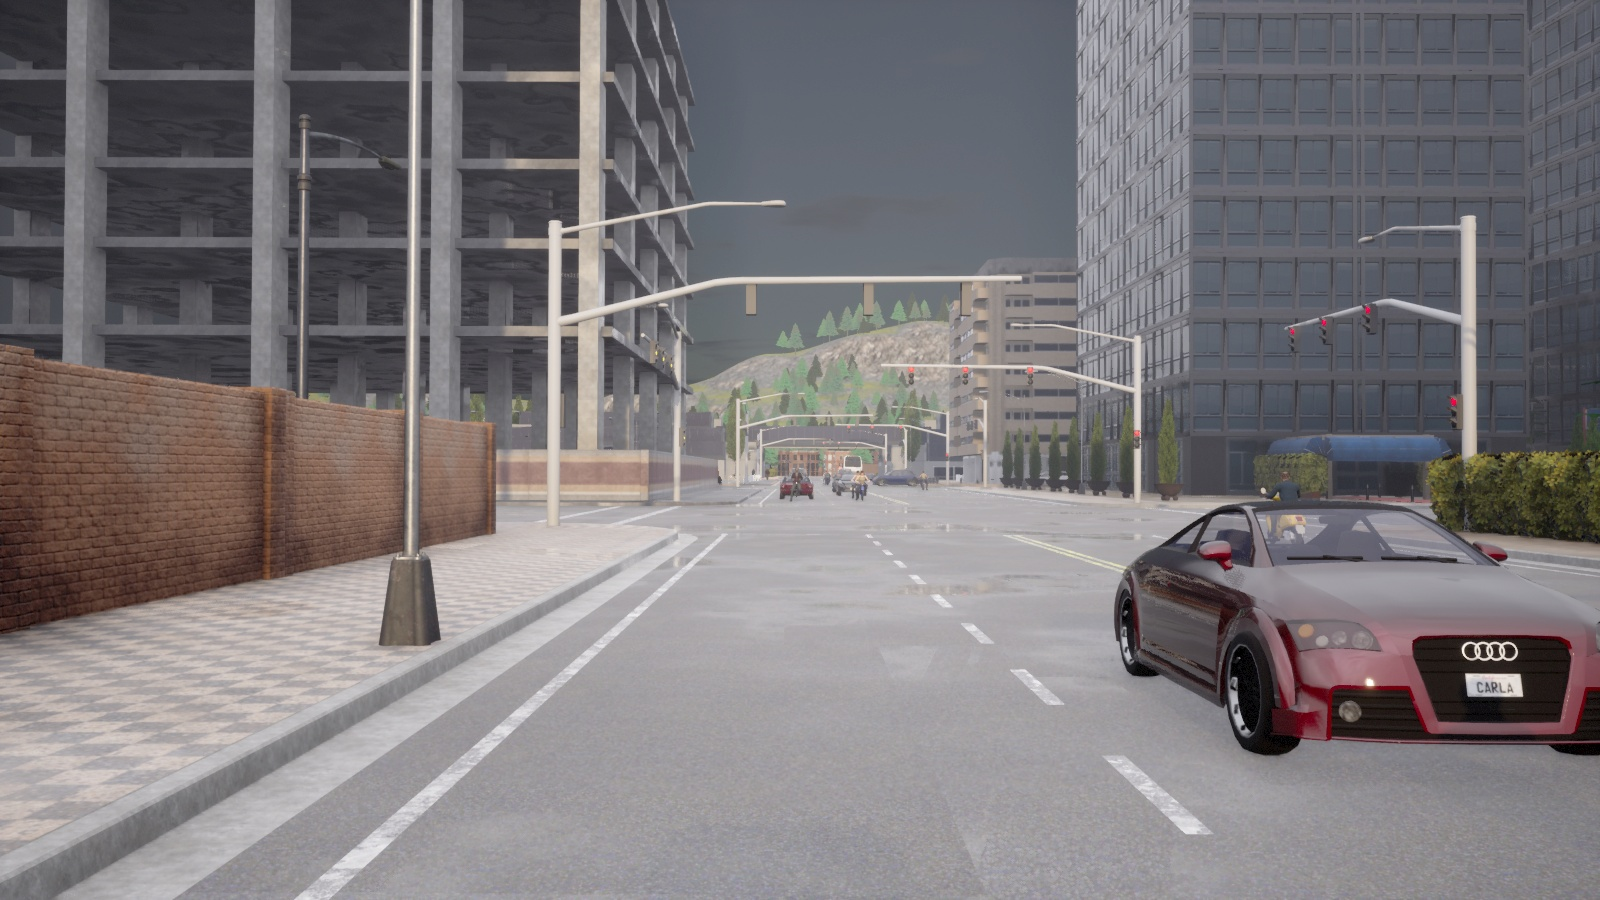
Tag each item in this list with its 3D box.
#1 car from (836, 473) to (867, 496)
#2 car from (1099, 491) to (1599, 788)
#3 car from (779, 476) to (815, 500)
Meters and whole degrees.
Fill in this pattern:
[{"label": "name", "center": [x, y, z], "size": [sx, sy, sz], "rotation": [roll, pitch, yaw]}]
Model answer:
[{"label": "car", "center": [3.309, 2.183, 80.926], "size": [1.812, 1.442, 4.674], "rotation": [0, -1, 0]}, {"label": "car", "center": [3.480, 1.004, 8.286], "size": [1.994, 1.385, 4.181], "rotation": [0, -1, 0]}, {"label": "car", "center": [-0.164, 2.091, 70.149], "size": [1.895, 1.301, 4.718], "rotation": [0, -1, 0]}]
